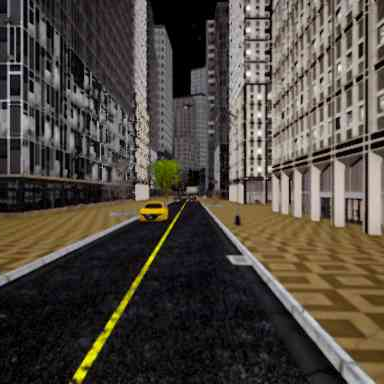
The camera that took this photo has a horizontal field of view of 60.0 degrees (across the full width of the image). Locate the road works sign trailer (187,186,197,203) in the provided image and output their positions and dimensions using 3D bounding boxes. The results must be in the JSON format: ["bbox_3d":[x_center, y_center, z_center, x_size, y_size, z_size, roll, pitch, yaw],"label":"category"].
[{"bbox_3d":[0.003,0.548,74.022,2.380,3.560,2.880,0,0,0],"label":"road works sign trailer"}]

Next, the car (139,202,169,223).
[{"bbox_3d":[-2.848,1.480,25.430,1.882,1.535,5.008,0,0,0],"label":"car"}]

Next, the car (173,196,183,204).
[{"bbox_3d":[-2.749,1.576,67.917,2.128,1.511,4.902,0,0,0],"label":"car"}]
